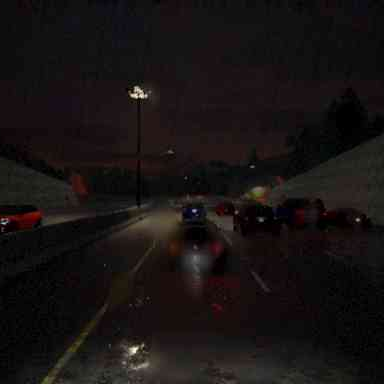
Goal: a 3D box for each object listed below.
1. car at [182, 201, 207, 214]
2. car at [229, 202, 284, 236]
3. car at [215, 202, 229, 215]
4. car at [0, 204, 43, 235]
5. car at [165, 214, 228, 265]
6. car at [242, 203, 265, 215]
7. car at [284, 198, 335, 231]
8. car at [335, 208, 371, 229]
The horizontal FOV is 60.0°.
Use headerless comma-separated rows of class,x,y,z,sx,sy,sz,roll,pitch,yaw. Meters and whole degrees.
car,0.205,1.624,29.691,2.097,1.767,4.553,0,-1,0
car,3.669,1.536,19.700,2.097,1.767,4.553,0,-1,0
car,3.738,1.833,38.376,1.882,1.535,5.008,0,0,0
car,-10.470,1.514,19.135,2.097,1.767,4.553,0,0,1
car,0.139,1.712,12.074,1.895,1.301,4.718,0,-1,0
car,7.243,1.973,39.826,1.895,1.301,4.718,0,-1,0
car,7.180,1.436,22.384,2.150,2.045,5.566,0,0,0
car,10.682,1.791,23.402,1.994,1.385,4.181,0,-1,0
